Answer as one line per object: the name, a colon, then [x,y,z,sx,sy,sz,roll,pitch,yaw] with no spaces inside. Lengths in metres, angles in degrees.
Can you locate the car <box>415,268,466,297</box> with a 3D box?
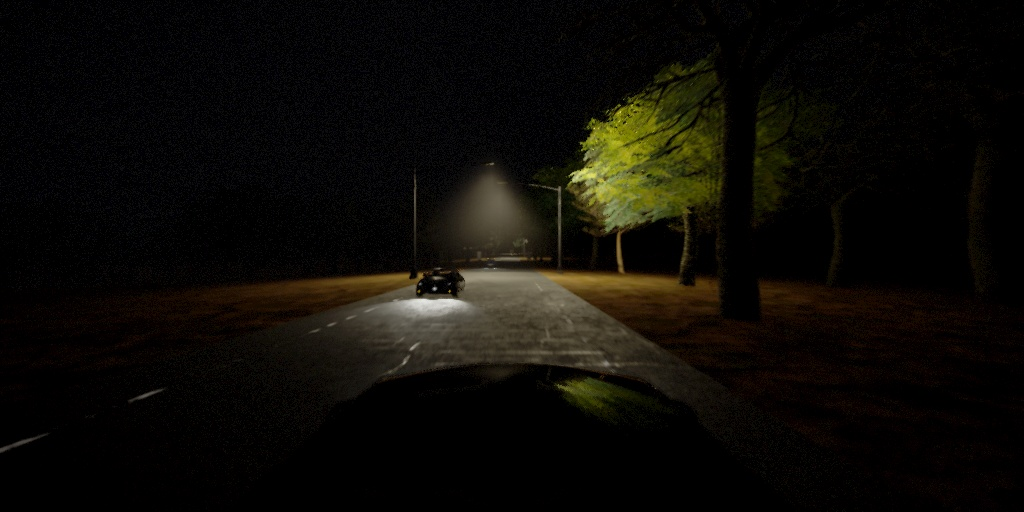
car: [-3.594,1.322,18.620,1.994,1.385,4.181,0,0,0]

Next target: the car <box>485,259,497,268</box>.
car: [-3.546,1.285,61.341,1.812,1.442,4.674,0,0,0]
